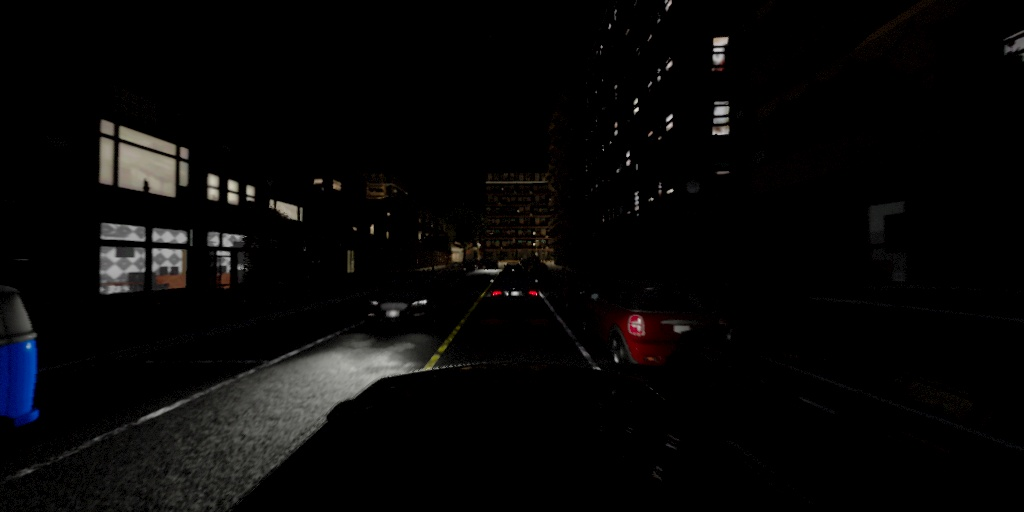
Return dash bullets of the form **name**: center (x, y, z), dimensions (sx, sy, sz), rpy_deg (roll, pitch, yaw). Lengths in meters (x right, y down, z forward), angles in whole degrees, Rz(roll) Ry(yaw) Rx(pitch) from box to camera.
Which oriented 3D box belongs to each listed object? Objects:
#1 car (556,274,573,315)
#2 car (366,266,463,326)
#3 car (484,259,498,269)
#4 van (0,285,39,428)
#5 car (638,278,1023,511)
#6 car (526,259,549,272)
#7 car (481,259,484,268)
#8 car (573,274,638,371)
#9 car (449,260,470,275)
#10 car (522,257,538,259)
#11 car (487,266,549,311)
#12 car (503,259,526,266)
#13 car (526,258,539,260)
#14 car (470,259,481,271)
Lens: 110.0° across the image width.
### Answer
- **car**: center (2.695, 1.312, 13.342), dimensions (1.948, 1.339, 4.313), rpy_deg (0, 0, 0)
- **car**: center (-3.097, 1.238, 11.764), dimensions (2.128, 1.511, 4.902), rpy_deg (0, 0, 0)
- **car**: center (-3.051, 1.234, 54.426), dimensions (2.128, 1.511, 4.902), rpy_deg (0, 0, 0)
- **van**: center (-5.660, 1.091, 1.909), dimensions (1.690, 1.789, 3.998), rpy_deg (0, 0, 0)
- **car**: center (2.692, 1.065, 1.968), dimensions (2.192, 1.841, 5.009), rpy_deg (0, 0, 0)
- **car**: center (2.699, 1.293, 36.087), dimensions (2.007, 1.370, 4.403), rpy_deg (0, 0, 0)
- **car**: center (-5.645, 1.182, 53.091), dimensions (1.967, 1.591, 4.097), rpy_deg (0, 0, 0)
- **car**: center (2.693, 1.188, 7.654), dimensions (1.967, 1.591, 4.097), rpy_deg (0, 0, 0)
- **car**: center (-5.648, 1.268, 35.861), dimensions (1.751, 1.417, 4.829), rpy_deg (0, 0, 0)
- **car**: center (2.702, 1.056, 47.461), dimensions (2.192, 1.841, 5.009), rpy_deg (0, 0, 0)
- **car**: center (0.102, 1.294, 14.427), dimensions (2.033, 1.411, 5.357), rpy_deg (0, 0, 0)
- **car**: center (0.109, 1.306, 35.567), dimensions (1.994, 1.385, 4.181), rpy_deg (0, 0, 0)
- **car**: center (2.701, 1.267, 41.943), dimensions (1.751, 1.417, 4.829), rpy_deg (0, 0, 0)
- **car**: center (-5.645, 1.181, 47.403), dimensions (1.967, 1.591, 4.097), rpy_deg (0, 0, 0)
